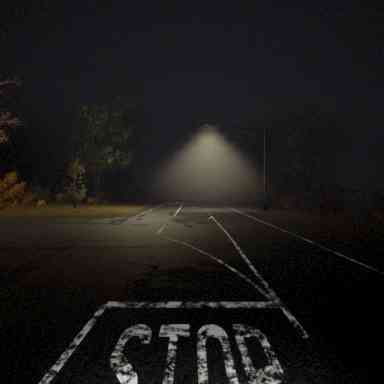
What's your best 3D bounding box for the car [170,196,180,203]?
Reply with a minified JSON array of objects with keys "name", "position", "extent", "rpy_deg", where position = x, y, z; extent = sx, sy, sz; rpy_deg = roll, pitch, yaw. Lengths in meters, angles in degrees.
[{"name":"car","position":[-3.593,1.597,70.131],"extent":[1.994,1.385,4.181],"rpy_deg":[0,0,0]}]
